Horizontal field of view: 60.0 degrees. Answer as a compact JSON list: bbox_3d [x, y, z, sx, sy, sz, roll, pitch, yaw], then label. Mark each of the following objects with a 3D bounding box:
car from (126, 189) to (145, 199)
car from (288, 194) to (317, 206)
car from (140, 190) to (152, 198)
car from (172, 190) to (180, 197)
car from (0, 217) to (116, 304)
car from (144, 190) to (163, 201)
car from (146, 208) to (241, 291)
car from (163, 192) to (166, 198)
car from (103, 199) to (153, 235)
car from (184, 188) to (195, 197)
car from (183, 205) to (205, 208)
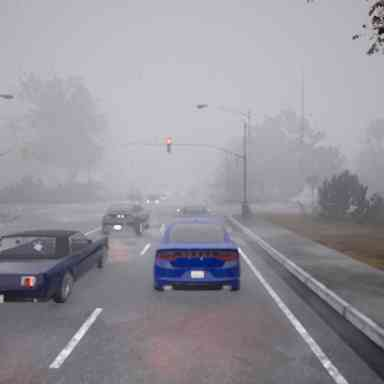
[{"bbox_3d":[-10.533,0.506,61.275,2.150,2.045,5.566,0,1,0],"label":"car"},{"bbox_3d":[14.849,1.037,43.207,4.674,1.442,1.812,0,1,-3],"label":"car"},{"bbox_3d":[-10.621,0.401,76.709,2.097,1.767,4.553,0,1,-1],"label":"car"},{"bbox_3d":[-3.935,0.417,85.602,2.033,1.411,5.357,0,1,-4],"label":"car"},{"bbox_3d":[-3.396,1.545,7.977,1.895,1.301,4.718,0,1,0],"label":"car"},{"bbox_3d":[-7.040,0.762,61.138,1.882,1.535,5.008,0,1,0],"label":"car"},{"bbox_3d":[0.104,1.412,8.872,1.882,1.535,5.008,0,1,0],"label":"car"},{"bbox_3d":[-7.116,0.601,76.596,1.994,1.385,4.181,0,1,-1],"label":"car"},{"bbox_3d":[-3.393,1.336,17.572,1.837,1.490,4.892,0,1,0],"label":"car"},{"bbox_3d":[-0.438,0.099,85.739,2.150,2.045,5.566,0,1,-4],"label":"car"},{"bbox_3d":[0.106,1.391,17.853,1.994,1.385,4.181,0,1,0],"label":"car"}]
